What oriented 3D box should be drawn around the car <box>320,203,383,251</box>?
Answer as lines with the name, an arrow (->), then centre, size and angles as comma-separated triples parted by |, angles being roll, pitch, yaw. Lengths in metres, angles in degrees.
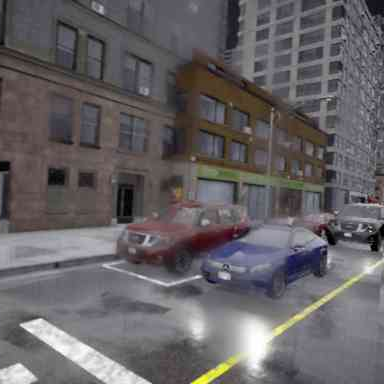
car -> 8.545, 1.595, 16.581 | 2.150, 2.045, 5.566 | 3, 0, 40

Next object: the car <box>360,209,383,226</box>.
car -> 17.890, 2.372, 32.120 | 1.947, 1.339, 4.313 | 4, 1, 40

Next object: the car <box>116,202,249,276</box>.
car -> 0.080, 1.265, 10.480 | 2.192, 1.841, 5.009 | 4, 1, 40

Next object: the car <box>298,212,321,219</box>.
car -> 7.196, 1.838, 19.137 | 1.887, 1.381, 4.507 | 4, 1, 40

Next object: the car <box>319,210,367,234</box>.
car -> 10.760, 2.031, 23.466 | 1.947, 1.339, 4.313 | 4, 1, 40

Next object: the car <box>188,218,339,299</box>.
car -> 2.175, 1.592, 8.871 | 1.812, 1.442, 4.674 | 3, 0, 39
